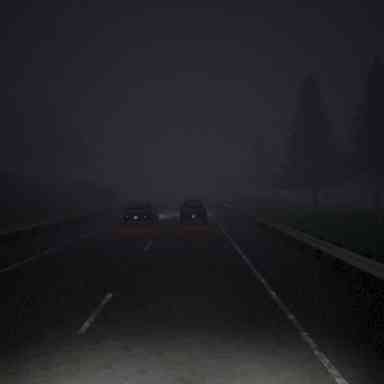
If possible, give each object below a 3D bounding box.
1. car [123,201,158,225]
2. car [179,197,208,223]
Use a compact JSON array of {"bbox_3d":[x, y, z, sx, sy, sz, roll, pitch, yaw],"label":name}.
[{"bbox_3d":[-3.406,1.344,22.597,2.128,1.511,4.902,0,0,0],"label":"car"},{"bbox_3d":[0.091,1.337,23.792,2.128,1.511,4.902,0,0,0],"label":"car"}]
